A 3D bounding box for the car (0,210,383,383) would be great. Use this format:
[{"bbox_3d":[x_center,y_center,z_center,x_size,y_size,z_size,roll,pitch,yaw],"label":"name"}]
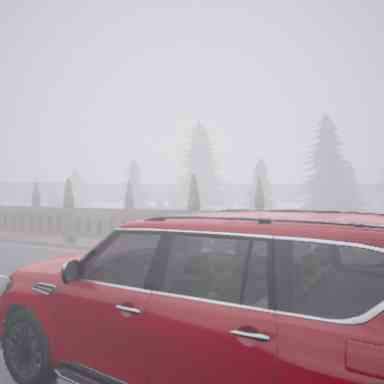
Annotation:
[{"bbox_3d":[0.108,1.229,3.709,5.566,2.045,2.150,0,0,34],"label":"car"}]
